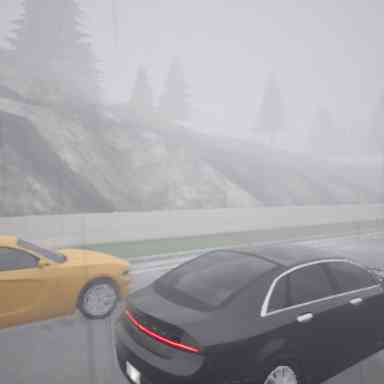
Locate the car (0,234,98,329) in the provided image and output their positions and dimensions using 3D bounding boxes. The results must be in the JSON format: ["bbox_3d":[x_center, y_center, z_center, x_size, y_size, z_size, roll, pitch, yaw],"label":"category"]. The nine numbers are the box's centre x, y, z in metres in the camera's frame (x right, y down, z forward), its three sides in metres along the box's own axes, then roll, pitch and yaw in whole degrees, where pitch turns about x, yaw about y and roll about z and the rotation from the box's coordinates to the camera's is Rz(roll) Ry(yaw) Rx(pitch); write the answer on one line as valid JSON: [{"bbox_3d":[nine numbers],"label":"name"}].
[{"bbox_3d":[-3.431,1.447,5.546,5.008,1.535,1.882,0,0,-36],"label":"car"}]

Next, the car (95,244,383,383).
[{"bbox_3d":[1.401,1.498,4.625,4.892,1.490,1.837,0,0,-36],"label":"car"}]
